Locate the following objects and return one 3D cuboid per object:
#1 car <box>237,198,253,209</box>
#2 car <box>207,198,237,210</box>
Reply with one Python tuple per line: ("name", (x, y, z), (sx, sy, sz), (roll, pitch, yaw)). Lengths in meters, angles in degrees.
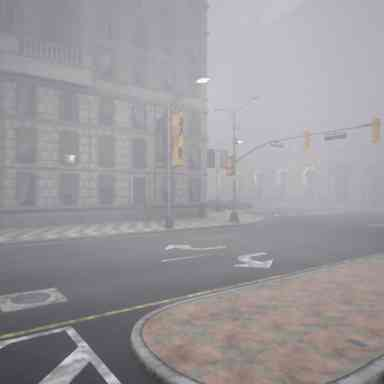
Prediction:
("car", (6.224, 1.563, 44.813), (1.994, 1.385, 4.181), (0, 0, -36))
("car", (3.282, 1.564, 42.907), (1.994, 1.385, 4.181), (0, 0, -36))
